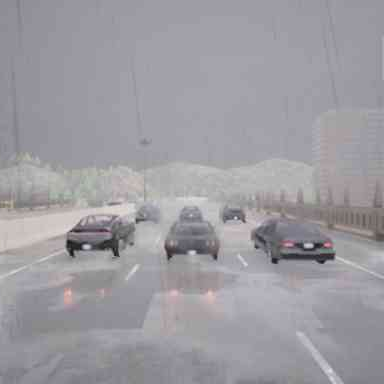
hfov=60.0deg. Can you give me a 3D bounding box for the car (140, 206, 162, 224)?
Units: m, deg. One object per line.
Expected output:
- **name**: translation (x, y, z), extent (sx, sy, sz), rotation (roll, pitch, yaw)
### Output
- **car**: translation (-3.562, 1.846, 27.571), extent (2.033, 1.411, 5.357), rotation (0, -1, -1)

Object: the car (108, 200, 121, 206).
- **car**: translation (-15.101, 2.300, 64.863), extent (1.895, 1.301, 4.718), rotation (0, -1, -1)

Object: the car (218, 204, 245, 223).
- **car**: translation (3.425, 1.818, 28.666), extent (1.837, 1.490, 4.892), rotation (0, 0, -1)

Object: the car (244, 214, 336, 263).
- **car**: translation (3.510, 1.684, 12.502), extent (2.033, 1.411, 5.357), rotation (0, -1, 0)

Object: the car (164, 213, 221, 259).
- **car**: translation (0.017, 1.745, 13.230), extent (1.895, 1.301, 4.718), rotation (0, -1, 0)

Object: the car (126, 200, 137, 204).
- **car**: translation (-11.603, 2.301, 64.963), extent (1.895, 1.301, 4.718), rotation (0, -1, -1)

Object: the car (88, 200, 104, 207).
- **car**: translation (-18.592, 2.241, 64.628), extent (2.033, 1.411, 5.357), rotation (0, -1, -2)

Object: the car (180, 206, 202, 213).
- **car**: translation (-0.077, 1.874, 28.614), extent (1.994, 1.385, 4.181), rotation (0, -1, -1)

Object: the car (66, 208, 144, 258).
- **car**: translation (-3.480, 1.640, 13.490), extent (2.128, 1.511, 4.902), rotation (0, 0, 0)
